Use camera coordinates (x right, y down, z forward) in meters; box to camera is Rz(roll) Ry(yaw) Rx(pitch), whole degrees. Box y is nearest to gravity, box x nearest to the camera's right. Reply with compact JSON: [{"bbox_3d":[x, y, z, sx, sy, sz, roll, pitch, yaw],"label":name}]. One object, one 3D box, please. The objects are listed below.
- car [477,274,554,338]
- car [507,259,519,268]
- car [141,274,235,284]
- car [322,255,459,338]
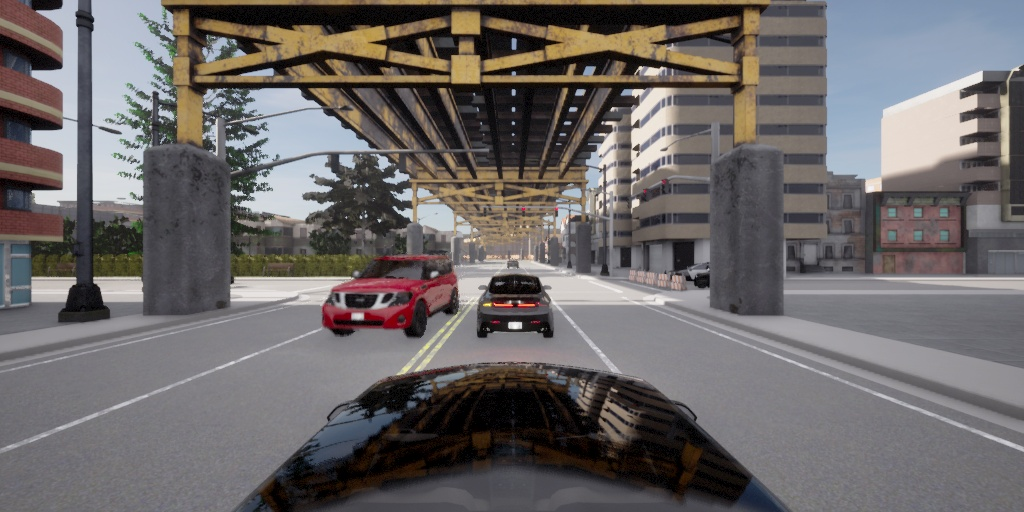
[{"bbox_3d":[0.087,1.254,10.172,1.837,1.490,4.892,0,0,0],"label":"car"},{"bbox_3d":[0.174,1.239,61.689,2.128,1.511,4.902,0,0,0],"label":"car"},{"bbox_3d":[-20.034,1.254,22.285,4.892,1.490,1.837,0,0,0],"label":"car"},{"bbox_3d":[-3.117,0.971,10.599,2.150,2.045,5.566,0,0,5],"label":"car"}]
